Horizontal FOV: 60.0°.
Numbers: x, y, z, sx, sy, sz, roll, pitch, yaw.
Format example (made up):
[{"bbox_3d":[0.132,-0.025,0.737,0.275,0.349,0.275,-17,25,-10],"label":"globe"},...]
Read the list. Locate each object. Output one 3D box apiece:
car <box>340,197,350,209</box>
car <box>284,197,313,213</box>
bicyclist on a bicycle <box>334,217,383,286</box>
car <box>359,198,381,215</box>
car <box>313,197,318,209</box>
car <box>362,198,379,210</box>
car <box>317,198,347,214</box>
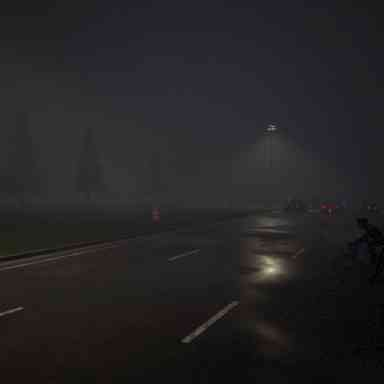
[{"bbox_3d":[19.898,1.477,44.357,1.882,1.535,5.008,0,0,30],"label":"car"},{"bbox_3d":[11.453,1.547,36.344,2.033,1.411,5.357,0,0,29],"label":"car"},{"bbox_3d":[4.355,1.453,8.147,1.656,1.620,0.582,-1,0,29],"label":"bicyclist on a bicycle"},{"bbox_3d":[18.082,1.547,33.849,2.033,1.411,5.357,0,0,30],"label":"car"},{"bbox_3d":[16.609,1.505,45.657,1.837,1.490,4.892,0,0,30],"label":"car"},{"bbox_3d":[23.203,1.505,43.089,1.837,1.490,4.892,0,0,30],"label":"car"},{"bbox_3d":[15.076,1.601,35.643,1.895,1.301,4.718,0,0,29],"label":"car"}]
